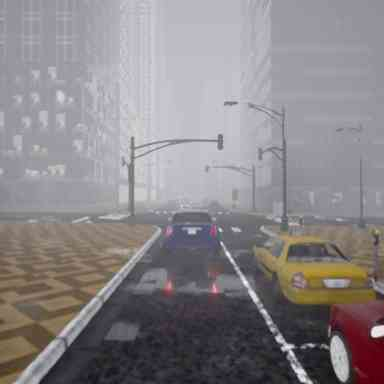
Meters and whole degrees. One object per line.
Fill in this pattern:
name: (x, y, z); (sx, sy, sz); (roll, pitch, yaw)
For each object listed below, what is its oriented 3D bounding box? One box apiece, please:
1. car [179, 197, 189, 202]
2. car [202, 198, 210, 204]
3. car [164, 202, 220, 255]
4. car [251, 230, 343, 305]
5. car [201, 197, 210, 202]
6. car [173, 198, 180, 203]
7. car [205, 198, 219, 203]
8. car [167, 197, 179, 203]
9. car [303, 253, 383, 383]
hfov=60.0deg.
car: (-1.589, 2.289, 77.207); (1.812, 1.442, 4.674); (0, -1, 0)
car: (3.674, 2.289, 86.775); (1.967, 1.590, 4.097); (0, -1, 0)
car: (0.010, 1.490, 14.074); (2.097, 1.767, 4.553); (0, -1, 0)
car: (2.565, 1.607, 8.208); (1.752, 1.417, 4.829); (0, -1, 0)
car: (3.704, 2.116, 81.248); (2.192, 1.841, 5.009); (0, -1, 0)
car: (-4.237, 2.338, 92.259); (1.967, 1.590, 4.097); (0, -1, 0)
car: (3.875, 2.163, 59.138); (1.947, 1.339, 4.313); (0, -1, 0)
car: (-4.085, 2.231, 64.621); (1.802, 1.307, 4.206); (0, -1, 0)
car: (2.565, 1.570, 2.486); (1.887, 1.381, 4.507); (0, -1, 0)
